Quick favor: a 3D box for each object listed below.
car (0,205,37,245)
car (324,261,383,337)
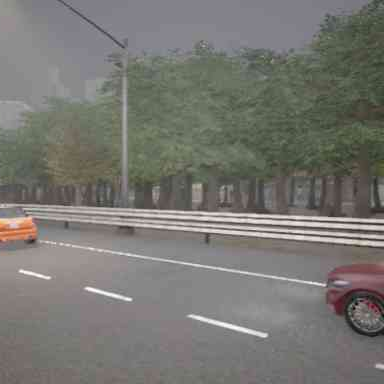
[{"bbox_3d":[-8.779,1.362,14.441,4.553,1.767,2.097,0,0,36],"label":"car"},{"bbox_3d":[4.480,1.527,4.971,4.674,1.442,1.812,0,0,35],"label":"car"}]
